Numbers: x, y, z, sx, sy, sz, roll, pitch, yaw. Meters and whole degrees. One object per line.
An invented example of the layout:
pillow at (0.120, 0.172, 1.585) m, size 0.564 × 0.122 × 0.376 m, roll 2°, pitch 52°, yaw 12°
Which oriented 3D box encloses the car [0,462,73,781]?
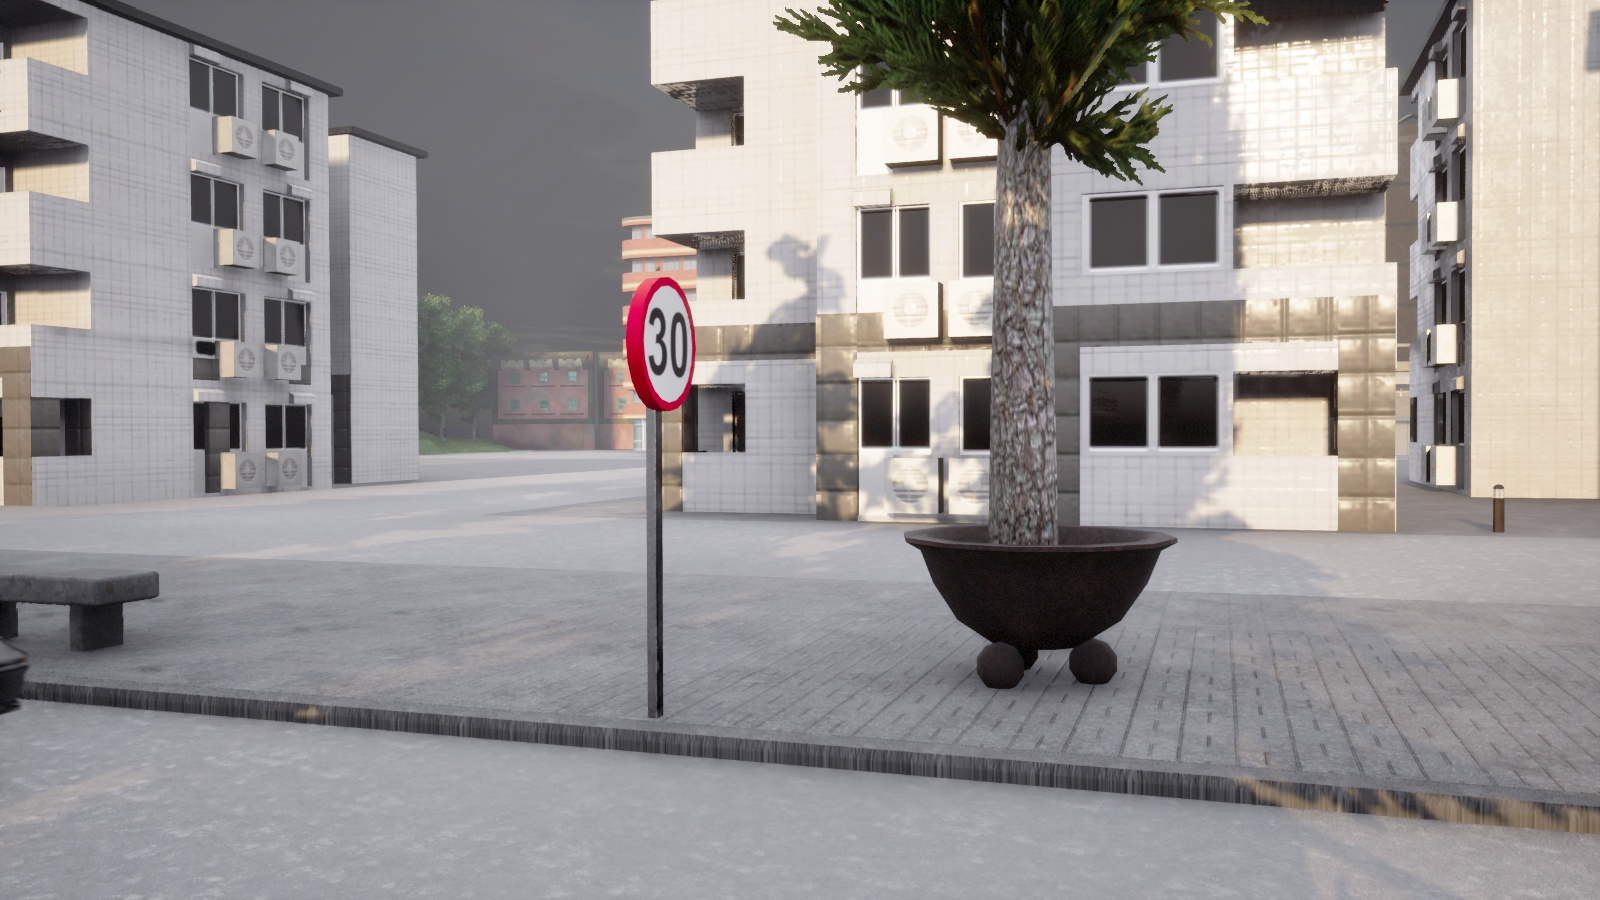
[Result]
car at (-6.314, 0.757, 5.843) m, size 5.357 × 1.411 × 2.033 m, roll 1°, pitch 1°, yaw 19°
